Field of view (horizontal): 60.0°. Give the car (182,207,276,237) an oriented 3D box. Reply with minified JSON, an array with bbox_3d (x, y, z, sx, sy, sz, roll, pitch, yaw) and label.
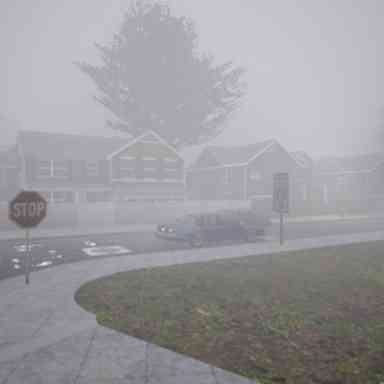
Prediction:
[{"bbox_3d":[2.277,1.694,19.691,5.357,1.411,2.033,0,0,-30],"label":"car"}]

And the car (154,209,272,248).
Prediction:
[{"bbox_3d":[0.928,1.677,15.603,5.357,1.411,2.033,0,0,-30],"label":"car"}]
